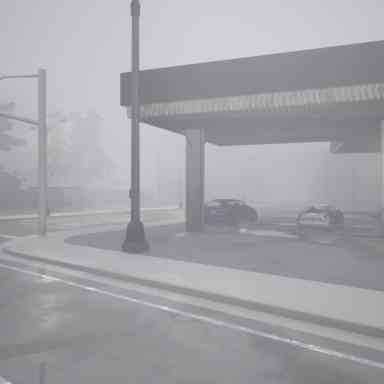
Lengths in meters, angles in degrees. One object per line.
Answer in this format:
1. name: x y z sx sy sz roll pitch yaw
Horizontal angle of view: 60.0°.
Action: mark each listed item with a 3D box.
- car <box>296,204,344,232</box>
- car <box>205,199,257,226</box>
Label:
1. car: 7.722 1.456 19.787 1.970 1.475 3.806 0 0 37
2. car: 2.648 1.295 22.587 2.242 1.667 4.611 0 0 37
